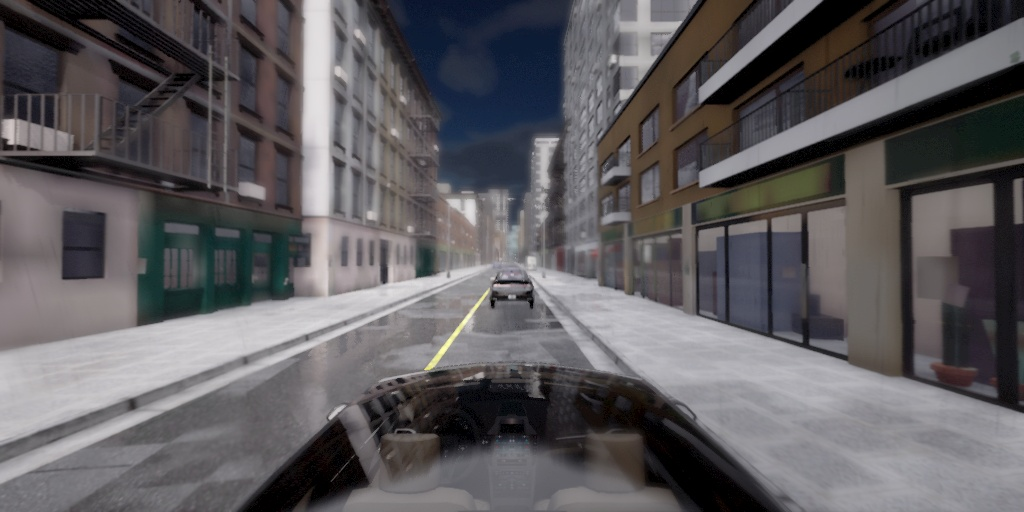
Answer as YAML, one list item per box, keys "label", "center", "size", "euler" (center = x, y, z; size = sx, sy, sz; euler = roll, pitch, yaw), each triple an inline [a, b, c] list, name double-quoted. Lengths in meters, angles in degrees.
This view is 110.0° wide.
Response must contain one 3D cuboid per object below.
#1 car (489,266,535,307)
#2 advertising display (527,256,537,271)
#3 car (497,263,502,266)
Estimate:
- label: "car"
  center: [0.008, 1.371, 16.148]
  size: [2.128, 1.511, 4.902]
  euler: [0, 0, 0]
- label: "advertising display"
  center: [3.155, 1.294, 56.476]
  size: [1.540, 2.440, 0.280]
  euler: [0, 0, 0]
- label: "car"
  center: [0.012, 1.558, 30.840]
  size: [2.033, 1.411, 5.357]
  euler: [0, -1, 0]
